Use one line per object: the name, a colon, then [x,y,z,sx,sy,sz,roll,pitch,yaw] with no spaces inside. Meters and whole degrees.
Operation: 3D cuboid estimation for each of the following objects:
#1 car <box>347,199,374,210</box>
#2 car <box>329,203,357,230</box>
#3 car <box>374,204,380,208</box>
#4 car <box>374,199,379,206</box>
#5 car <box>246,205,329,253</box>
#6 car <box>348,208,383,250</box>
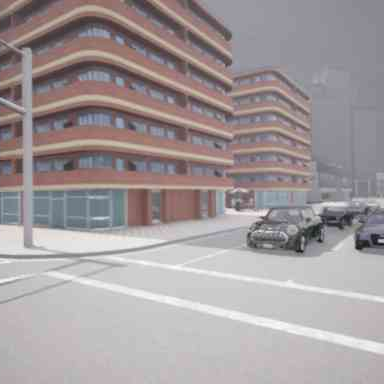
car: [14.418,1.568,29.363,2.033,1.411,5.357,-1,0,34]
car: [9.046,1.629,21.439,1.895,1.301,4.718,-1,0,34]
car: [12.818,1.591,20.759,1.895,1.301,4.718,-1,0,34]
car: [20.166,1.538,37.802,1.812,1.442,4.674,-1,0,34]
car: [4.023,1.387,14.035,2.097,1.767,4.553,-1,0,34]
car: [7.903,1.561,13.509,1.994,1.385,4.181,-1,0,34]
